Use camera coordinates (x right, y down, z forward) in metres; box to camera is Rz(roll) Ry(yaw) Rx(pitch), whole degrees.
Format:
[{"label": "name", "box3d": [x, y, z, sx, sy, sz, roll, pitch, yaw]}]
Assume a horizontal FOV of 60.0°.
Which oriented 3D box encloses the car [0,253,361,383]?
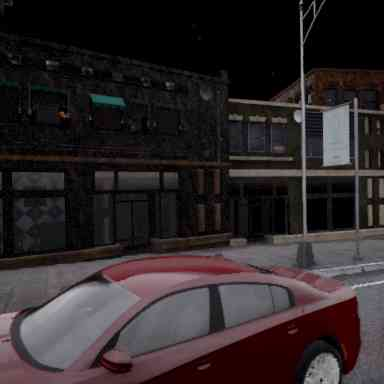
[{"label": "car", "box3d": [-0.405, 1.475, 3.402, 5.008, 1.535, 1.882, 0, 0, -31]}]
